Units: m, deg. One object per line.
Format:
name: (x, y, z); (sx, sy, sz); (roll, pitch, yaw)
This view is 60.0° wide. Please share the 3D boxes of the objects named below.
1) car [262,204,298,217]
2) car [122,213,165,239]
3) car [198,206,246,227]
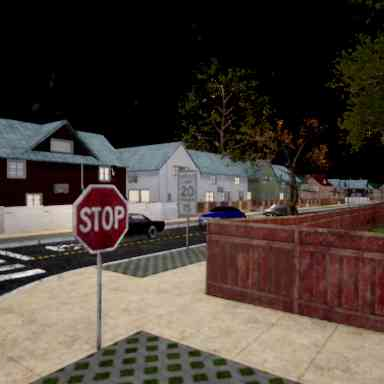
car: (8.957, 1.899, 33.381); (2.033, 1.411, 5.357); (0, -1, 37)
car: (-3.556, 1.753, 16.758); (1.895, 1.301, 4.718); (0, -1, 36)
car: (2.327, 1.773, 24.596); (1.812, 1.442, 4.674); (0, -1, 37)
